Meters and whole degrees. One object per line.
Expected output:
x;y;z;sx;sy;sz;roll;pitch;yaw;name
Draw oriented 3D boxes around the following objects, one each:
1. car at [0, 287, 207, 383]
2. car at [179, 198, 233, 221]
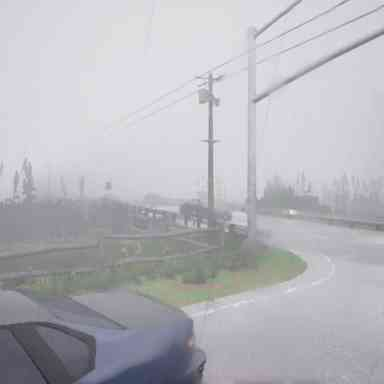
-2.250;1.550;2.213;5.357;1.411;2.033;0;0;-44;car
0.826;1.163;22.626;1.812;1.442;4.674;0;3;-32;car
